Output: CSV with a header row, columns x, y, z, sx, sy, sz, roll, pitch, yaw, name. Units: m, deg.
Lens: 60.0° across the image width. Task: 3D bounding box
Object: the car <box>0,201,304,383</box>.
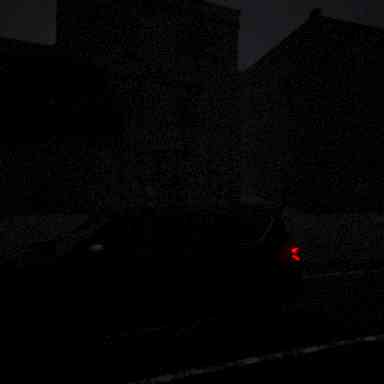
x,y,z,sx,sy,sz,roll,pitch,yaw,name
-0.831,1.200,5.465,5.566,2.045,2.150,0,0,-22,car
